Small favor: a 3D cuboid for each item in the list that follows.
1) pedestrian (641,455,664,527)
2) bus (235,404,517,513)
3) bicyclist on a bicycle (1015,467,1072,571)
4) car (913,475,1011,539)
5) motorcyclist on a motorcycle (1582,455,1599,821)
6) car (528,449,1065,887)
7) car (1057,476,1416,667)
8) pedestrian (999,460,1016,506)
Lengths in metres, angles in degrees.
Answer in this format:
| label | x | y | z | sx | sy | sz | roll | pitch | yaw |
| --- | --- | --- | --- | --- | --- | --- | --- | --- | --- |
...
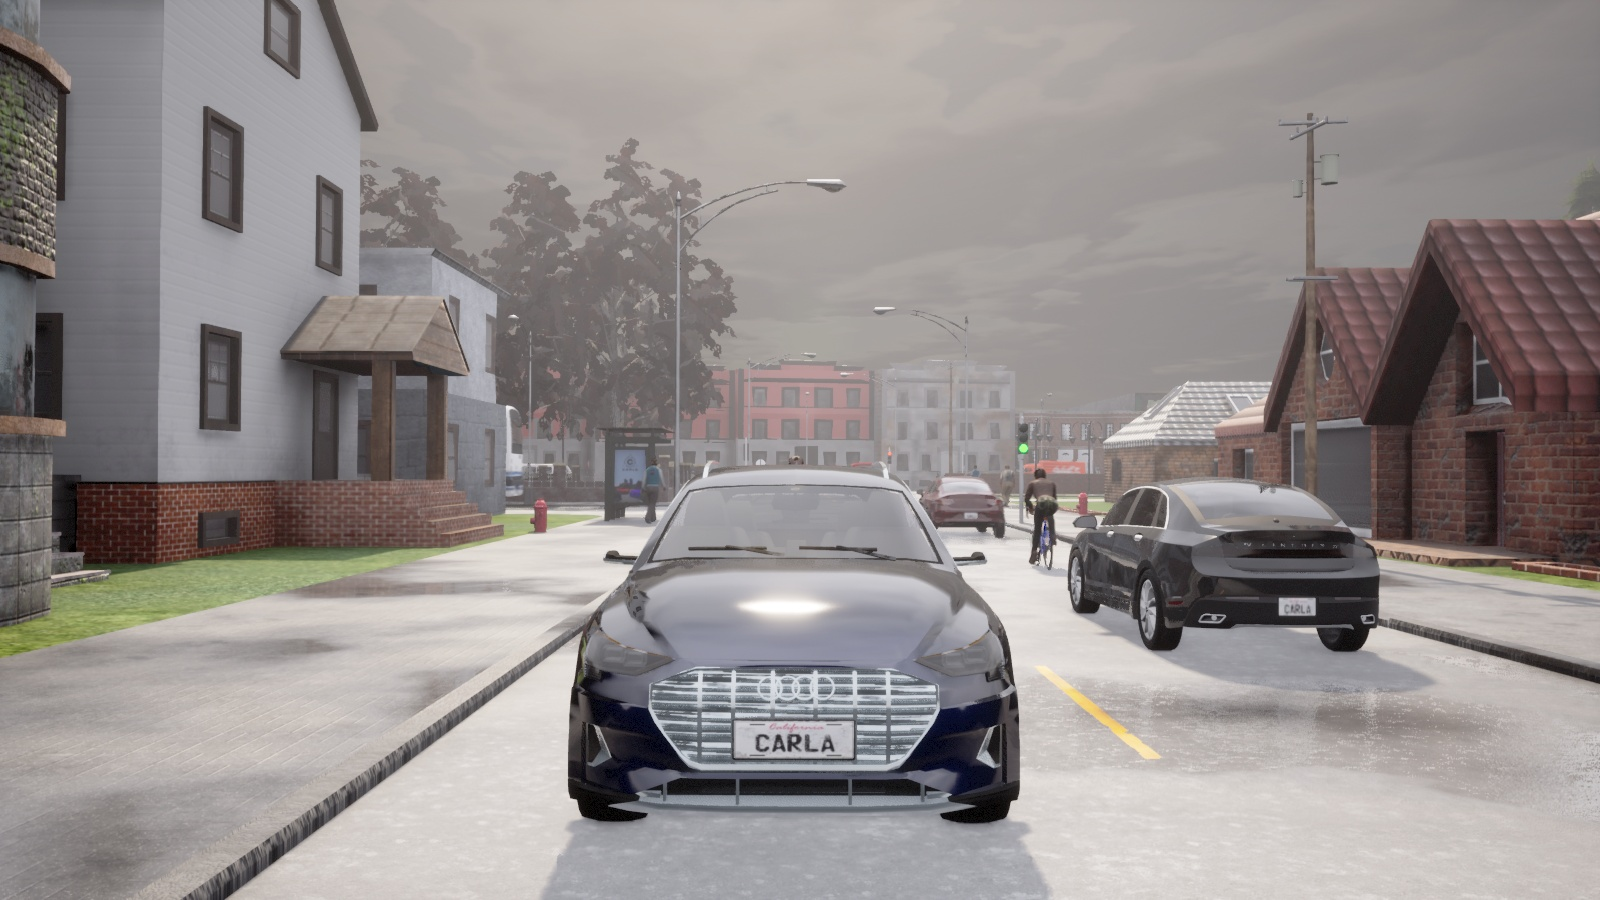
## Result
| label | x | y | z | sx | sy | sz | roll | pitch | yaw |
| --- | --- | --- | --- | --- | --- | --- | --- | --- | --- |
| pedestrian | -4.006 | 1.113 | 34.169 | 0.396 | 1.930 | 0.692 | 0 | -1 | 16 |
| bus | -17.204 | 0.373 | 51.690 | 10.273 | 4.253 | 3.944 | 0 | -1 | -3 |
| bicyclist on a bicycle | 3.946 | 1.094 | 20.455 | 0.582 | 1.620 | 1.656 | 0 | -1 | 0 |
| car | 3.920 | 1.346 | 31.134 | 1.812 | 1.442 | 4.674 | 0 | -1 | 0 |
| motorcyclist on a motorcycle | 3.987 | 0.826 | 4.587 | 0.766 | 1.649 | 2.350 | 0 | -1 | 0 |
| car | -0.020 | 0.865 | 7.198 | 2.033 | 1.649 | 4.856 | 0 | -1 | 0 |
| car | 3.967 | 1.012 | 12.430 | 1.837 | 1.490 | 4.892 | 0 | -1 | 0 |
| pedestrian | 8.439 | 1.339 | 51.184 | 0.540 | 1.848 | 0.694 | 0 | -1 | -2 |
